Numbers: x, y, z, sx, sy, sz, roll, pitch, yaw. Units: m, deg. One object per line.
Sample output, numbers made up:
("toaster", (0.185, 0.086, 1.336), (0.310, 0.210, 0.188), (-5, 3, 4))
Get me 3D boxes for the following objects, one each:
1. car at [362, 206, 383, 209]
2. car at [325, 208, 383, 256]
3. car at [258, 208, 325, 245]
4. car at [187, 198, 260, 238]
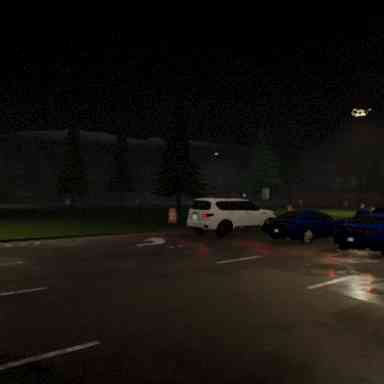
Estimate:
("car", (15.397, 1.875, 27.919), (4.181, 1.385, 1.994), (1, 0, -35))
("car", (7.932, 1.633, 13.806), (5.008, 1.535, 1.882), (0, 0, -35))
("car", (5.895, 1.633, 16.652), (5.008, 1.535, 1.882), (0, 0, -35))
("car", (2.354, 1.363, 18.751), (5.566, 2.045, 2.150), (0, 0, -35))
